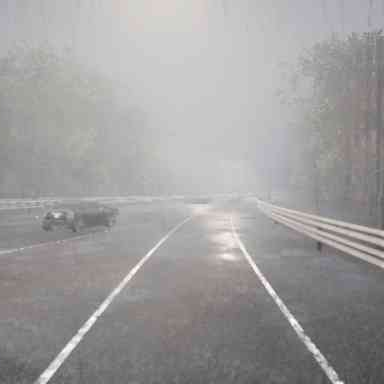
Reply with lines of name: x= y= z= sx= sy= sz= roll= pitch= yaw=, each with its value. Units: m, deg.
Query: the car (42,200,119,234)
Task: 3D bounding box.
car: x=-6.293 y=1.273 z=19.054 sx=2.097 sy=1.767 sz=4.553 roll=1 pitch=0 yaw=18

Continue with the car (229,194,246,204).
car: x=8.574 y=1.536 z=65.011 sx=2.033 sy=1.411 sz=5.357 roll=1 pitch=0 yaw=18

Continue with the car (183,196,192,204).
car: x=0.000 y=1.422 z=61.239 sx=2.033 sy=1.411 sz=5.357 roll=1 pitch=0 yaw=18

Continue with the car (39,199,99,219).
car: x=-10.466 y=1.379 z=28.890 sx=2.033 sy=1.411 sz=5.357 roll=1 pitch=0 yaw=18

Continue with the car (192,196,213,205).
car: x=2.158 y=1.410 z=56.539 sx=1.882 sy=1.535 sz=5.008 roll=1 pitch=0 yaw=18

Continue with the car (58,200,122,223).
car: x=-7.752 y=1.432 z=25.909 sx=2.033 sy=1.411 sz=5.357 roll=1 pitch=0 yaw=18
